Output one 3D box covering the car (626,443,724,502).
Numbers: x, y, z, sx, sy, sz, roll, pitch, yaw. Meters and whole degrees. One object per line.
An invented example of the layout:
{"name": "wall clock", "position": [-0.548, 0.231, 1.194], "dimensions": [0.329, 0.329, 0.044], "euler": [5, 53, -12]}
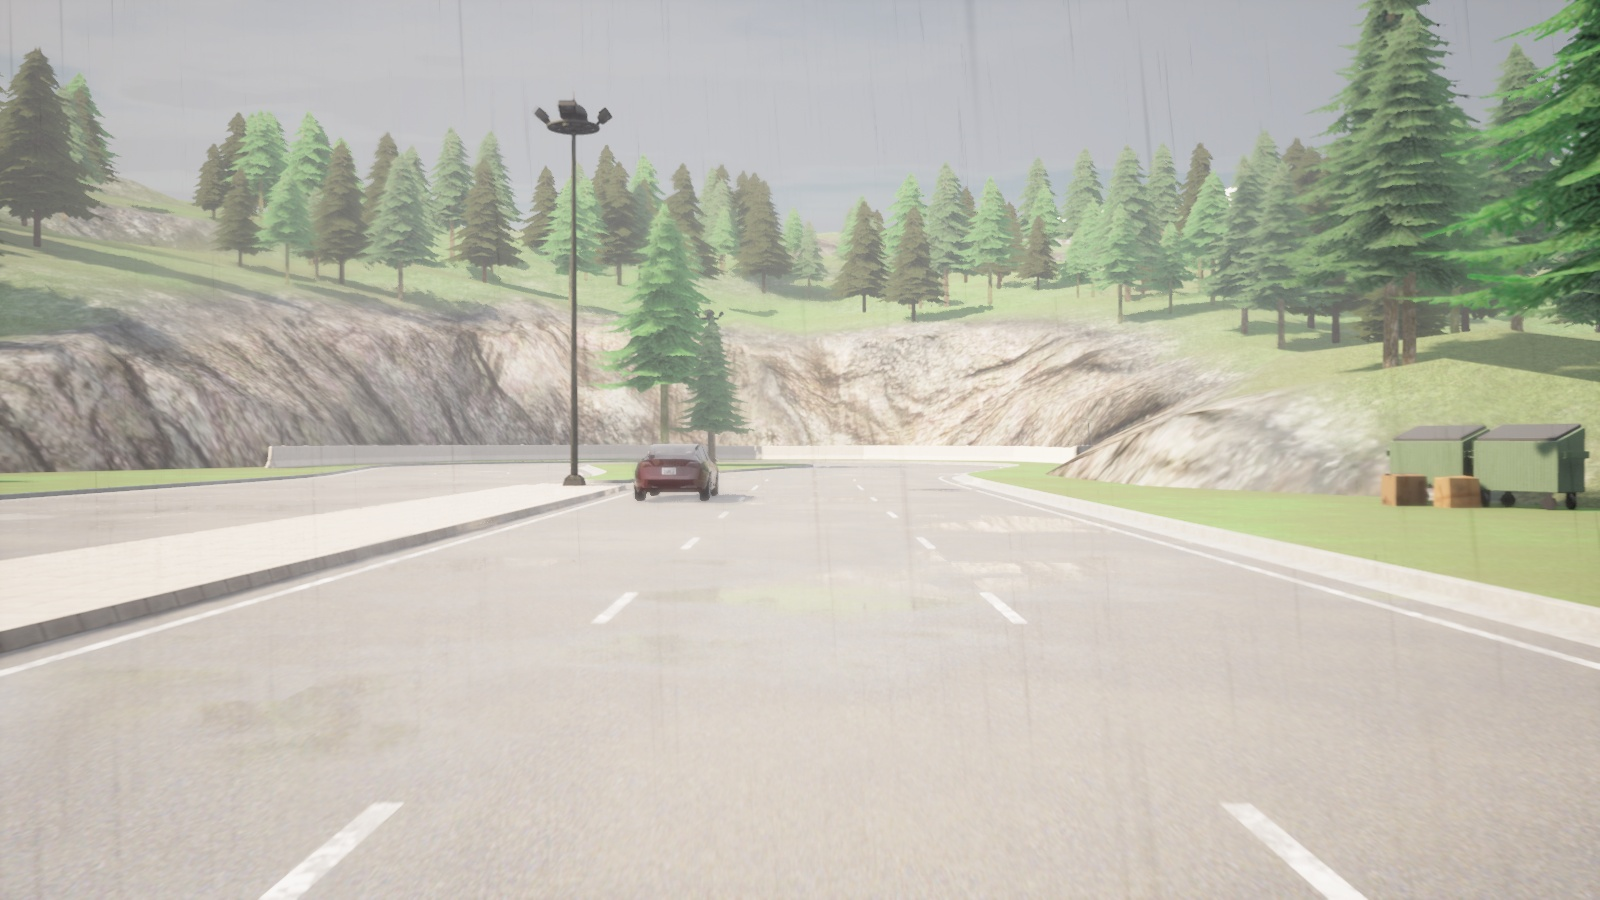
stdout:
{"name": "car", "position": [-3.292, 0.552, 33.991], "dimensions": [2.163, 1.488, 4.792], "euler": [0, 0, 0]}
